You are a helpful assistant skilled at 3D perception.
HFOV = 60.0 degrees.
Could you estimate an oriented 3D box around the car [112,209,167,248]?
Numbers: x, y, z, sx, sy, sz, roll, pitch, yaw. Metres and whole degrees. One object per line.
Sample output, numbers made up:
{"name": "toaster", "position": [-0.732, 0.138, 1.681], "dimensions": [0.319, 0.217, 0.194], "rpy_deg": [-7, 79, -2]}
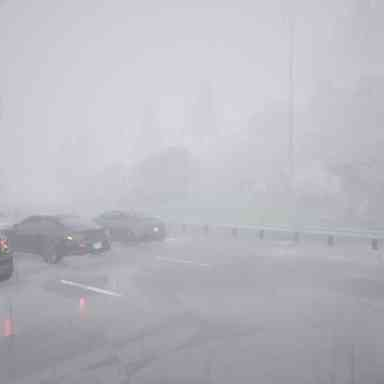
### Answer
{"name": "car", "position": [-3.122, 1.440, 14.321], "dimensions": [4.181, 1.385, 1.994], "rpy_deg": [1, 0, 33]}

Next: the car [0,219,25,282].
{"name": "car", "position": [-6.445, 1.256, 8.138], "dimensions": [4.553, 1.767, 2.097], "rpy_deg": [1, 1, 33]}

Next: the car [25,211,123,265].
{"name": "car", "position": [-4.765, 1.415, 11.225], "dimensions": [4.674, 1.442, 1.812], "rpy_deg": [1, 0, 33]}
